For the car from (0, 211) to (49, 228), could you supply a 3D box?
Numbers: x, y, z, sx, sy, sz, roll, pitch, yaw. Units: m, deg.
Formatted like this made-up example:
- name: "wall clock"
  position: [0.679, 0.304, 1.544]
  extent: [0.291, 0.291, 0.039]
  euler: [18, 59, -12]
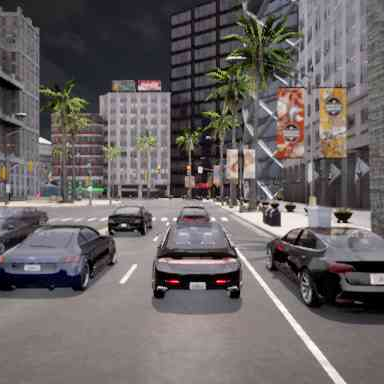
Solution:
- name: "car"
  position: [-7.079, 1.587, 11.834]
  extent: [1.994, 1.385, 4.181]
  euler: [0, 0, 0]

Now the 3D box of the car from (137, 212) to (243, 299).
- name: "car"
  position: [0.100, 1.508, 8.509]
  extent: [2.128, 1.511, 4.902]
  euler: [0, 0, 0]

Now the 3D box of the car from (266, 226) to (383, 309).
- name: "car"
  position: [3.192, 1.529, 7.988]
  extent: [2.161, 1.482, 4.786]
  euler: [0, 0, -1]

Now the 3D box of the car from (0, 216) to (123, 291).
- name: "car"
  position: [-3.398, 1.581, 9.065]
  extent: [1.994, 1.385, 4.181]
  euler: [0, 0, 0]

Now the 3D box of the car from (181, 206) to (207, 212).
- name: "car"
  position: [0.100, 1.541, 18.764]
  extent: [1.837, 1.490, 4.892]
  euler: [0, 0, 0]

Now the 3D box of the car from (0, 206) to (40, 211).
- name: "car"
  position: [-10.523, 1.586, 20.059]
  extent: [2.033, 1.411, 5.357]
  euler: [0, 0, 1]

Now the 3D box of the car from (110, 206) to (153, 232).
- name: "car"
  position: [-3.401, 1.514, 19.034]
  extent: [1.882, 1.535, 5.008]
  euler: [0, 0, 0]
